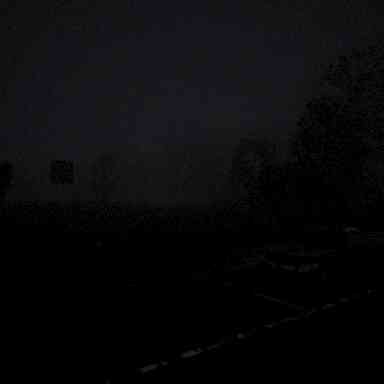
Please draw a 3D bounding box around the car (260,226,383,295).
[{"bbox_3d":[3.626,1.580,8.669,4.206,1.307,1.802,0,1,-35],"label":"car"}]
